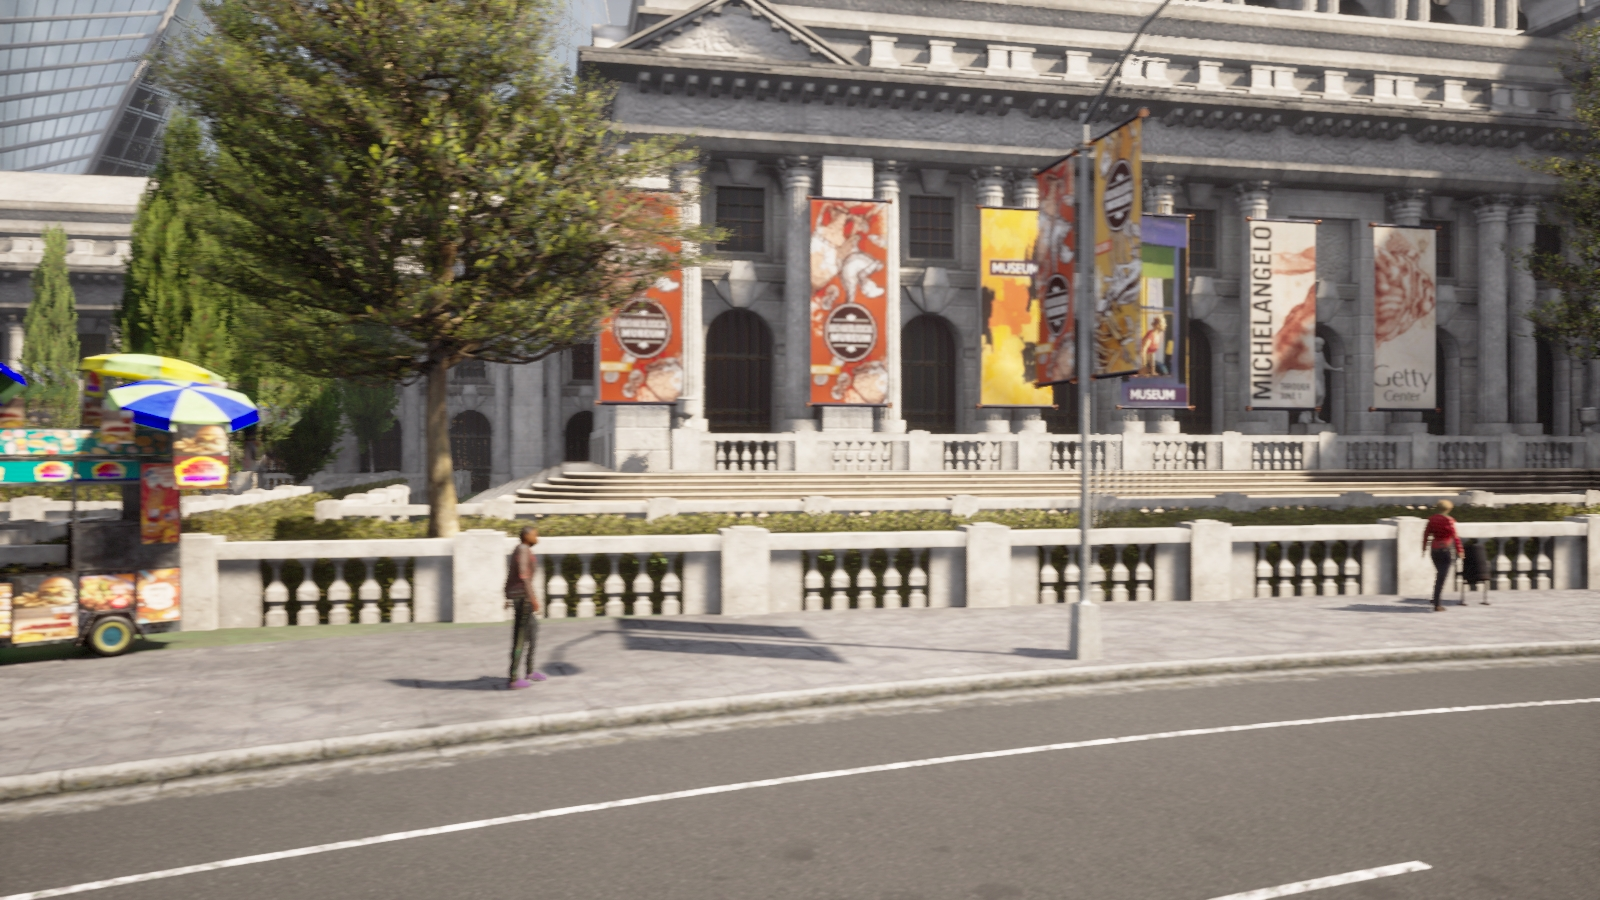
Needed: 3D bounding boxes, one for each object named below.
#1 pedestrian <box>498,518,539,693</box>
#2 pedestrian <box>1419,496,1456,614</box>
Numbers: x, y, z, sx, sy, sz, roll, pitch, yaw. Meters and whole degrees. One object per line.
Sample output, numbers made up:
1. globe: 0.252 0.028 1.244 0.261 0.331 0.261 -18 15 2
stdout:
1. pedestrian: -3.107 1.692 12.590 0.375 1.860 0.375 0 0 -25
2. pedestrian: 10.353 1.692 18.560 0.375 1.860 0.375 0 0 -29
